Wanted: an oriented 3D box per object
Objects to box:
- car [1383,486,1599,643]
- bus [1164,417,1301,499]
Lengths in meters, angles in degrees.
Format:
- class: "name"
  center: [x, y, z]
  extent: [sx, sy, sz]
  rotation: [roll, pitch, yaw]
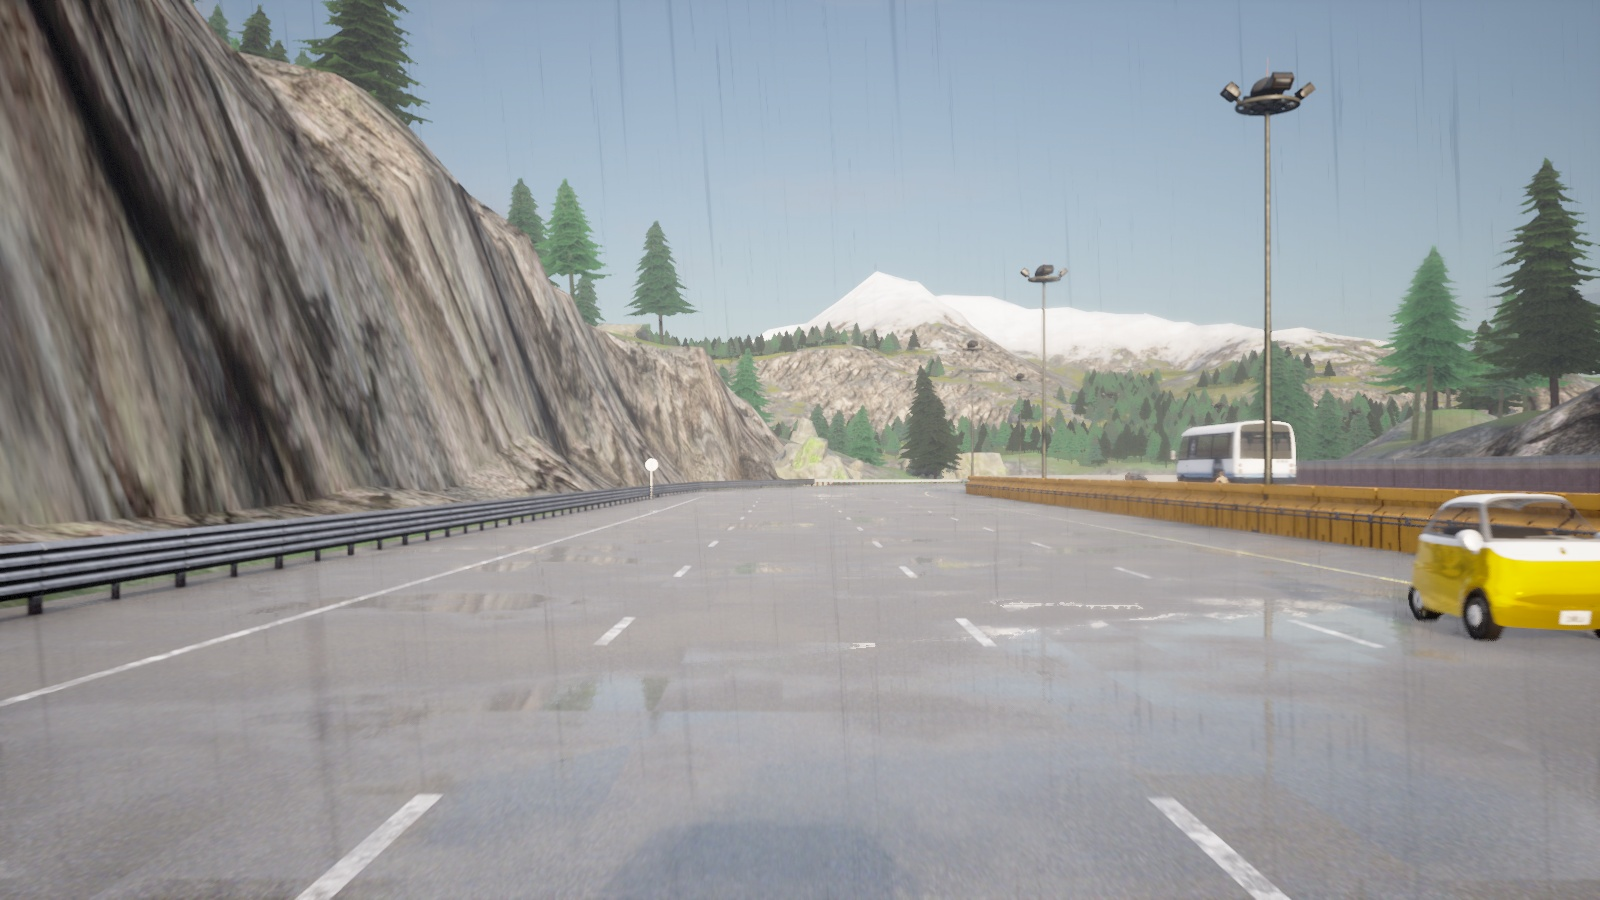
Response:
- class: "car"
  center: [6.966, 1.047, 12.286]
  extent: [1.481, 1.376, 2.207]
  rotation: [0, -1, 0]
- class: "bus"
  center: [23.991, 0.521, 70.431]
  extent: [3.944, 4.253, 10.273]
  rotation: [0, -1, -1]
